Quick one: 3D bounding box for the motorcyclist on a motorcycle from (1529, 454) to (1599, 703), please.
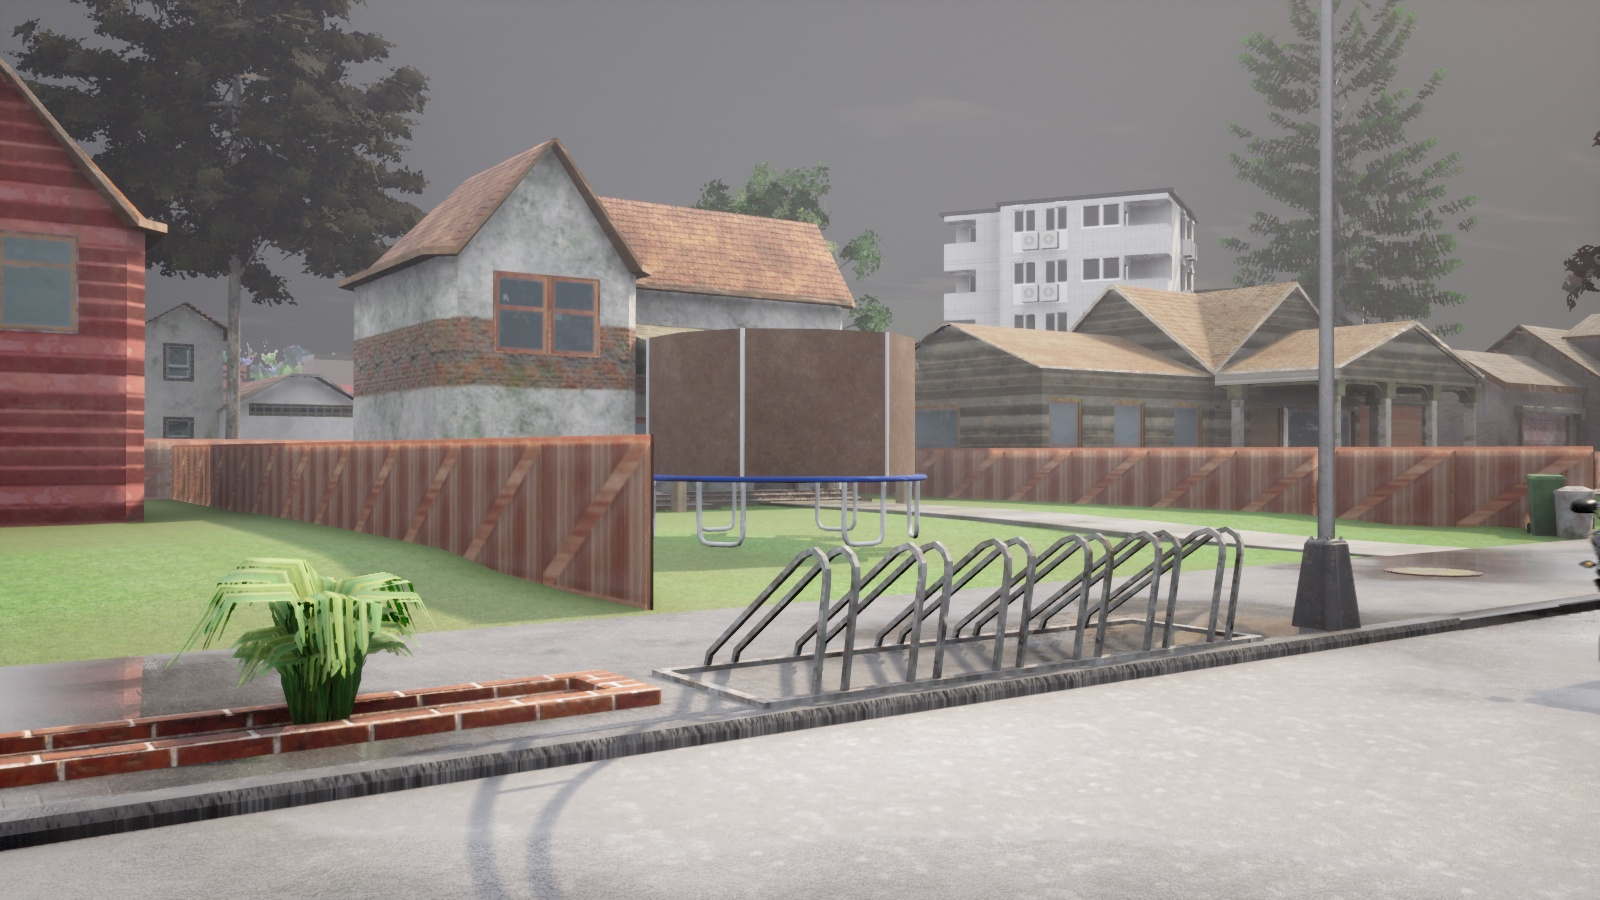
[{"bbox_3d":[5.823,0.788,8.326,2.191,1.530,0.866,0,0,-35],"label":"motorcyclist on a motorcycle"}]
